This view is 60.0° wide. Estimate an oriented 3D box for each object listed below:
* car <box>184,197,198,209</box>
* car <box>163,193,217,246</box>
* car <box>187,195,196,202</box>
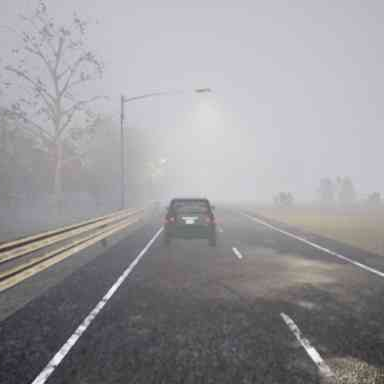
[{"bbox_3d":[-0.124,1.496,45.293,1.837,1.490,4.892,0,0,0],"label":"car"},{"bbox_3d":[-0.080,1.223,15.342,2.150,2.045,5.566,0,0,0],"label":"car"},{"bbox_3d":[-0.162,1.463,72.937,1.837,1.490,4.892,0,0,0],"label":"car"}]
